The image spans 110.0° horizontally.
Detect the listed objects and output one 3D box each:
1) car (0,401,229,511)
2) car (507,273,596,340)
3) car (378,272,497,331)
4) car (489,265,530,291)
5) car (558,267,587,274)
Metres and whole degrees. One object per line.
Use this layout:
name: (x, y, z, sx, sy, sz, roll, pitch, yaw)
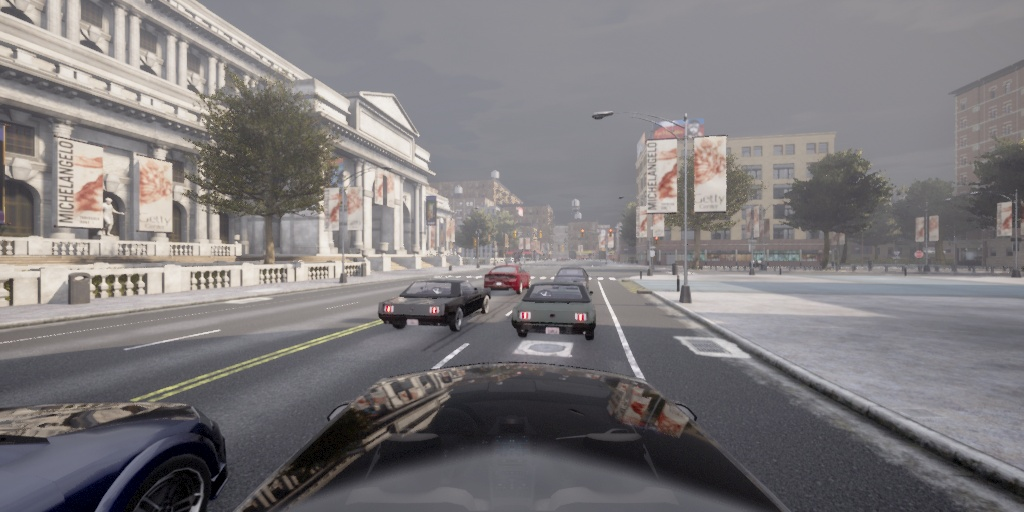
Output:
car: (-3.158, 1.314, 1.037, 1.994, 1.385, 4.181, 0, 0, -2)
car: (1.316, 1.349, 10.020, 1.895, 1.301, 4.718, 0, 0, 11)
car: (-2.029, 1.349, 11.027, 1.895, 1.301, 4.718, 0, 0, 11)
car: (-0.152, 1.224, 20.180, 1.882, 1.535, 5.008, 0, 0, 12)
car: (3.242, 1.294, 19.372, 2.033, 1.411, 5.357, 0, 0, 12)
